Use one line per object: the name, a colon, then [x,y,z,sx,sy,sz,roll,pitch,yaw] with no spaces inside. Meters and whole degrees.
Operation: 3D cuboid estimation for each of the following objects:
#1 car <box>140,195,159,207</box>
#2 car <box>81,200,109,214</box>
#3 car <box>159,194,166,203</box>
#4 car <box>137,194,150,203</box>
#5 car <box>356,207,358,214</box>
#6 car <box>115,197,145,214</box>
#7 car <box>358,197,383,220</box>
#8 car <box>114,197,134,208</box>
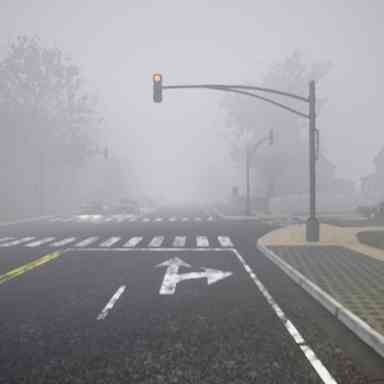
car: [-6.571,1.442,49.575,2.128,1.511,4.902,0,0,0]
car: [-9.835,1.523,33.986,1.994,1.385,4.181,0,0,0]
car: [-6.482,1.295,68.106,2.097,1.767,4.553,0,0,0]
car: [-9.734,1.297,67.071,2.097,1.767,4.553,0,0,0]
car: [13.553,0.984,22.862,4.181,1.385,1.994,-2,0,-6]
car: [-6.585,1.506,34.679,2.033,1.411,5.357,0,0,0]
car: [12.864,1.018,19.840,4.718,1.301,1.895,-2,0,-6]
car: [-9.821,1.454,48.202,1.837,1.490,4.892,0,0,0]
